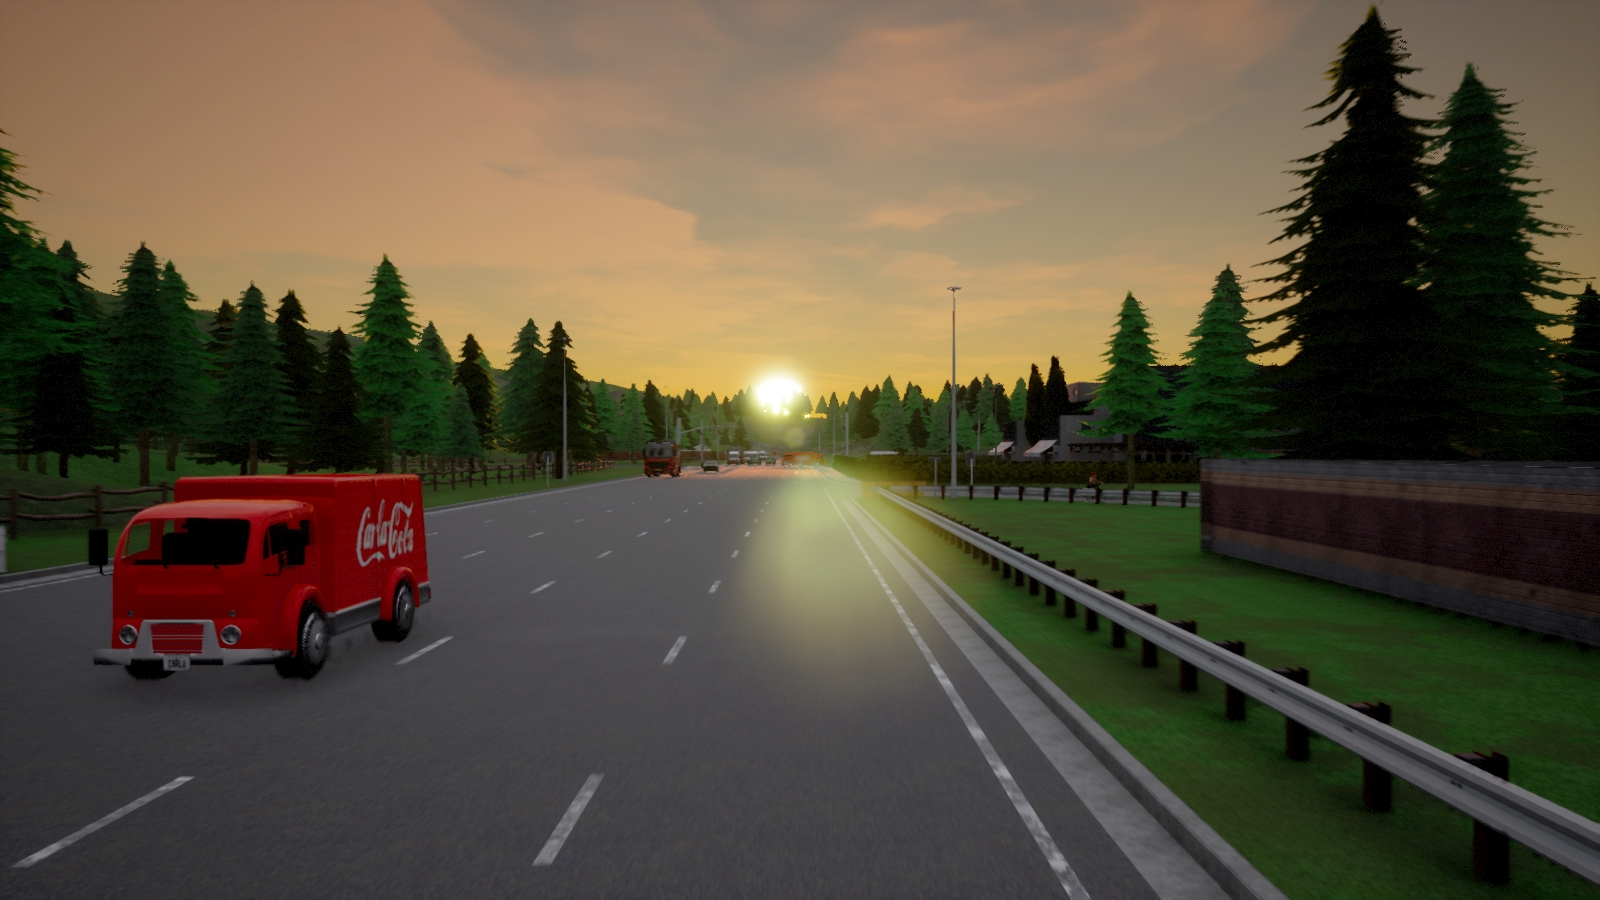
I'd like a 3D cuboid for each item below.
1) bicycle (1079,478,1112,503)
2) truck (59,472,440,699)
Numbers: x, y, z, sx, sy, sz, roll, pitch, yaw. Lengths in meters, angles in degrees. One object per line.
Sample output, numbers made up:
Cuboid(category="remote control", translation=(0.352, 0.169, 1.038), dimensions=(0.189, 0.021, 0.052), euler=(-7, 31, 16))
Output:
Cuboid(category="bicycle", translation=(15.915, 2.157, 61.570), dimensions=(0.859, 1.276, 1.487), euler=(0, 0, -36))
Cuboid(category="truck", translation=(-6.997, 1.570, 15.421), dimensions=(2.627, 2.467, 5.204), euler=(0, 0, 0))
